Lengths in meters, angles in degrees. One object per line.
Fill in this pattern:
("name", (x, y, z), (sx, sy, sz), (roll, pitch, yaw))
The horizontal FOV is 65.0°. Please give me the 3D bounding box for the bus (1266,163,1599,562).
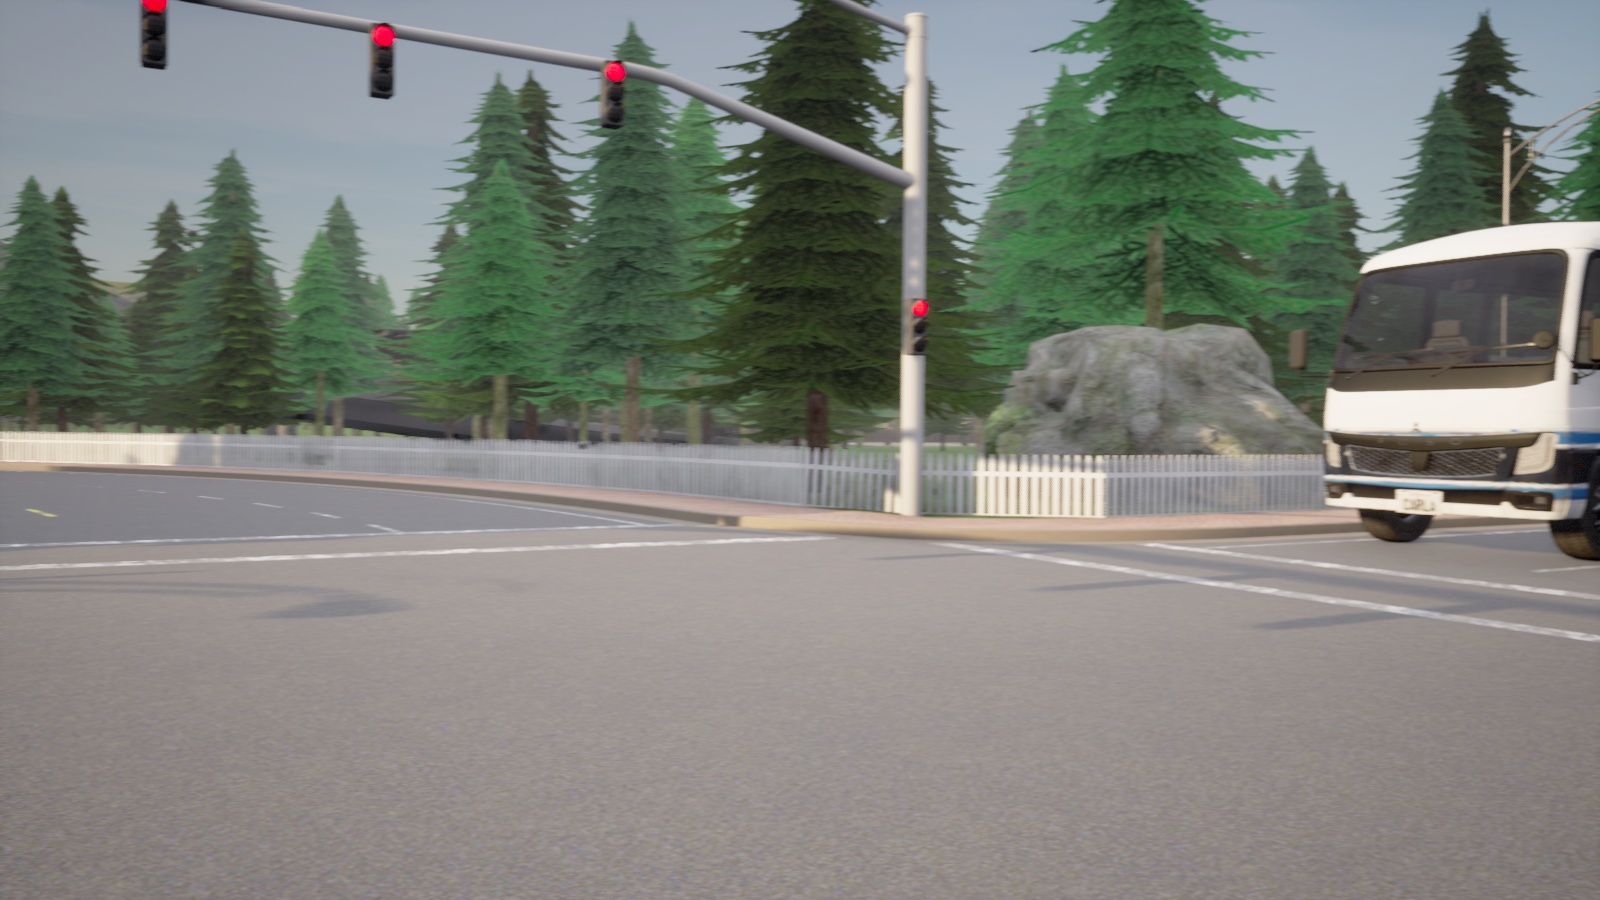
("bus", (11.713, -1.026, 17.576), (10.273, 4.253, 3.944), (-1, 1, -29))
